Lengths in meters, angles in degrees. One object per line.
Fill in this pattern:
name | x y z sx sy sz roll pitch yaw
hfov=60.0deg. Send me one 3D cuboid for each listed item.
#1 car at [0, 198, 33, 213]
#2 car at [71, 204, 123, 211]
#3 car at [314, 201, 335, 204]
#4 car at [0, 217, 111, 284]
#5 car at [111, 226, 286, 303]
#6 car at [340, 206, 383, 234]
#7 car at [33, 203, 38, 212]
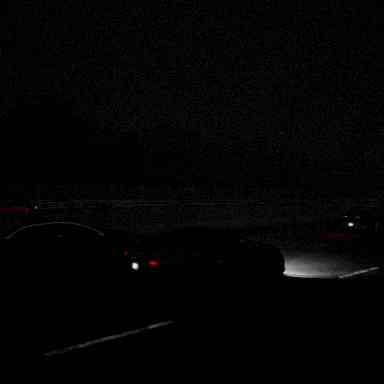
car | -14.278 1.351 23.902 4.553 1.767 2.097 0 0 -36
car | -6.364 1.502 20.950 4.902 1.511 2.128 0 0 -36
car | 16.364 1.761 41.412 4.181 1.385 1.994 1 0 -35
car | -3.801 1.493 9.634 4.902 1.511 2.128 0 0 -36
car | 0.408 1.571 8.337 4.181 1.385 1.994 0 0 -36
car | 10.920 1.592 20.140 4.892 1.490 1.837 0 0 -36
car | -15.266 1.352 27.495 4.553 1.767 2.097 0 0 -36
